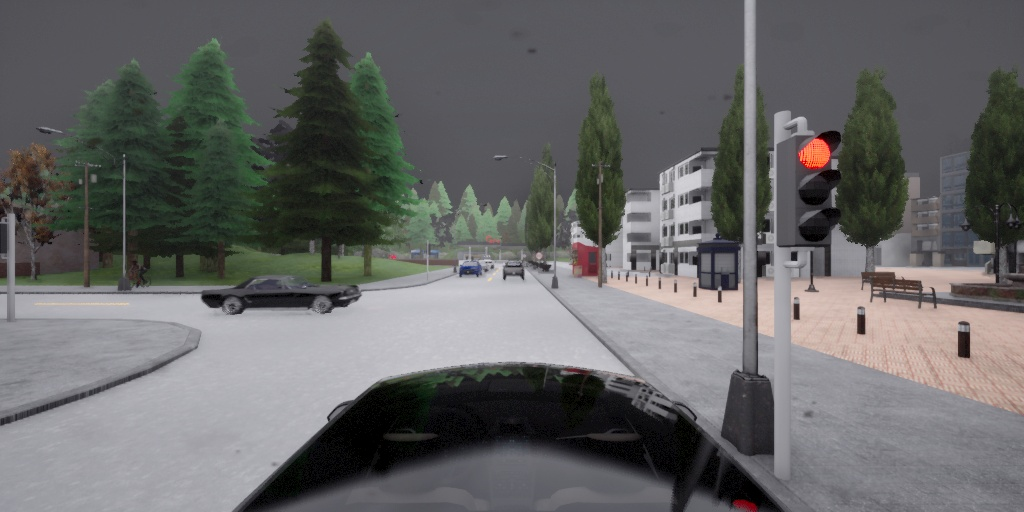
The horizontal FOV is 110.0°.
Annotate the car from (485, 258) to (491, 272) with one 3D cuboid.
[{"bbox_3d":[-4.059,1.276,46.011,1.812,1.442,4.674,0,0,0],"label":"car"}]

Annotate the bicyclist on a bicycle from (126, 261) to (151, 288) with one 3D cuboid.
[{"bbox_3d":[-22.132,1.099,21.162,0.582,1.620,1.656,0,0,0],"label":"bicyclist on a bicycle"}]

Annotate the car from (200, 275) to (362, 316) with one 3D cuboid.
[{"bbox_3d":[-8.058,1.351,12.934,4.718,1.301,1.895,0,0,-4],"label":"car"}]

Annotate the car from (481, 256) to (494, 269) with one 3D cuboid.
[{"bbox_3d":[-4.012,0.971,56.410,2.150,2.045,5.566,0,0,0],"label":"car"}]

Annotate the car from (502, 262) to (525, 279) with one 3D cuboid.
[{"bbox_3d":[0.142,1.241,32.606,2.128,1.511,4.902,0,0,0],"label":"car"}]

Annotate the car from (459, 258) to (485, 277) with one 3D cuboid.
[{"bbox_3d":[-4.081,1.228,35.850,1.882,1.535,5.008,0,0,0],"label":"car"}]
